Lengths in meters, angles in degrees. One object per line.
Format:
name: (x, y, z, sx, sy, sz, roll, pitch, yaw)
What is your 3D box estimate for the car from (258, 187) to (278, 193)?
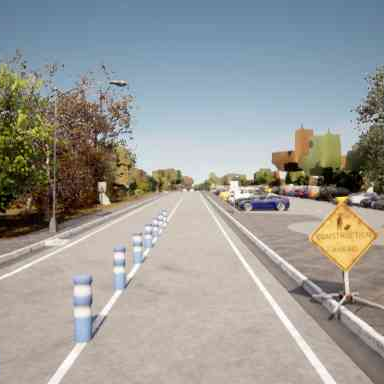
car: (20.365, -0.609, 89.545, 5.008, 1.535, 2.097, 0, 1, 0)

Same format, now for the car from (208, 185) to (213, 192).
car: (6.990, -0.283, 75.906, 5.366, 1.575, 1.946, 0, 1, 0)

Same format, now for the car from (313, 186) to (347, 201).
car: (20.026, 0.271, 45.239, 5.566, 2.045, 2.435, 0, 2, 0)

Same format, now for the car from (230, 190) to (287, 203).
car: (6.830, 0.885, 34.290, 5.008, 1.535, 2.097, 0, 2, 0)

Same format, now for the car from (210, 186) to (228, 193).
car: (7.261, -0.733, 89.778, 4.553, 1.767, 2.185, 0, 1, 0)

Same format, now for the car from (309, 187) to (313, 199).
car: (19.992, 0.463, 48.016, 4.792, 1.488, 2.163, 0, 2, 0)

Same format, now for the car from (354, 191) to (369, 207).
car: (19.875, 0.910, 34.174, 4.792, 1.488, 2.163, 0, 2, 0)

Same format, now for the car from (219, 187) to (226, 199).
car: (6.733, 0.523, 45.390, 5.366, 1.575, 1.946, 0, 2, 0)

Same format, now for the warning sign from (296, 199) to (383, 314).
warning sign: (2.804, 1.105, 6.144, 1.300, 1.860, 1.060, -3, -2, 0)

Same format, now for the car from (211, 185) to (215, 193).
car: (7.099, -0.119, 70.355, 4.792, 1.488, 2.163, 0, 1, 0)

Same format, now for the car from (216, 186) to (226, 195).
car: (6.780, 0.342, 51.060, 5.366, 1.575, 1.946, 0, 2, 0)

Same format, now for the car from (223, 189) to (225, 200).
car: (6.901, 0.617, 42.614, 4.892, 1.521, 2.231, 0, 2, 0)

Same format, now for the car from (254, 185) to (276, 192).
car: (20.366, -0.929, 92.433, 5.566, 2.045, 2.435, 0, 1, 0)

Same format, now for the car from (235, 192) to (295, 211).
car: (6.772, 1.004, 31.517, 4.792, 1.488, 2.163, 0, 2, 0)

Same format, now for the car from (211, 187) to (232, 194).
car: (7.216, -0.410, 81.455, 4.892, 1.521, 2.231, 0, 1, 0)

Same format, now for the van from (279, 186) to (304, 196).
van: (20.067, -0.312, 67.385, 4.442, 1.987, 1.878, 0, 1, 0)

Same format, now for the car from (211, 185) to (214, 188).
car: (7.123, -0.185, 73.130, 4.792, 1.488, 2.163, 0, 1, 0)

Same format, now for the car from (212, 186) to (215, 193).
car: (7.076, -0.053, 67.579, 4.792, 1.488, 2.163, 0, 1, 0)

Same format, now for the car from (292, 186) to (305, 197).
car: (20.119, 0.214, 56.316, 4.792, 1.488, 2.163, 0, 1, 0)

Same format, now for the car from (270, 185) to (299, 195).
car: (20.202, -0.468, 72.922, 5.566, 2.045, 2.435, 0, 1, 0)

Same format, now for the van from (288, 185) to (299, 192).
van: (20.005, -0.112, 59.061, 4.442, 1.987, 1.878, 0, 1, 0)

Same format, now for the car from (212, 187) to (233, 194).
car: (7.205, -0.344, 78.680, 4.892, 1.521, 2.231, 0, 1, 0)

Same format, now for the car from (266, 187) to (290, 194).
car: (20.272, -0.348, 78.467, 5.008, 1.535, 2.097, 0, 1, 0)

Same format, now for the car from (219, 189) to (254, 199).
car: (7.174, 0.262, 53.709, 5.366, 1.575, 1.946, 0, 2, 0)

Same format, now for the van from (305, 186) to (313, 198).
van: (20.162, 0.116, 50.899, 4.442, 1.987, 1.878, 0, 2, 0)

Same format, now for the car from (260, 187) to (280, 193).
car: (20.345, -0.504, 86.775, 4.674, 1.452, 2.002, 0, 1, 0)

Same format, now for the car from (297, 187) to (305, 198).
car: (20.097, 0.288, 53.678, 4.792, 1.488, 2.163, 0, 2, 1)

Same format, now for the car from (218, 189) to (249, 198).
car: (7.006, 0.189, 56.477, 4.892, 1.521, 2.231, 0, 2, 0)

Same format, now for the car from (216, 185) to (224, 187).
car: (7.066, -0.009, 59.252, 4.553, 1.767, 2.185, 0, 1, 0)

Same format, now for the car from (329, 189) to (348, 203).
car: (19.765, 0.698, 39.712, 5.366, 1.575, 1.946, 0, 2, 0)

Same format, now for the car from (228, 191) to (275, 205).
car: (7.057, 0.702, 39.838, 5.366, 1.575, 1.946, 0, 2, 0)

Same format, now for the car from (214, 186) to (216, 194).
car: (7.088, 0.078, 62.028, 4.792, 1.488, 2.163, 0, 1, 0)

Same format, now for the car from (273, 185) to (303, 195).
car: (20.179, -0.402, 70.152, 5.566, 2.045, 2.435, 0, 1, 0)

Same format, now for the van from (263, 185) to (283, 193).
van: (20.441, -0.707, 84.125, 4.442, 1.987, 1.878, 0, 1, 0)

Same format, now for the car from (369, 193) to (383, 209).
car: (19.913, 0.840, 31.525, 4.553, 1.767, 2.185, 0, 2, 0)

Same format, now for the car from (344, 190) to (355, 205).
car: (19.924, 0.831, 36.943, 4.674, 1.452, 2.002, 0, 2, 0)

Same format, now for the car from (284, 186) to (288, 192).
car: (20.142, 0.045, 61.851, 5.008, 1.535, 2.097, 0, 1, 0)

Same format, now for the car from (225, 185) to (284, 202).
car: (6.876, 0.544, 37.056, 5.566, 2.045, 2.435, 0, 2, 0)
